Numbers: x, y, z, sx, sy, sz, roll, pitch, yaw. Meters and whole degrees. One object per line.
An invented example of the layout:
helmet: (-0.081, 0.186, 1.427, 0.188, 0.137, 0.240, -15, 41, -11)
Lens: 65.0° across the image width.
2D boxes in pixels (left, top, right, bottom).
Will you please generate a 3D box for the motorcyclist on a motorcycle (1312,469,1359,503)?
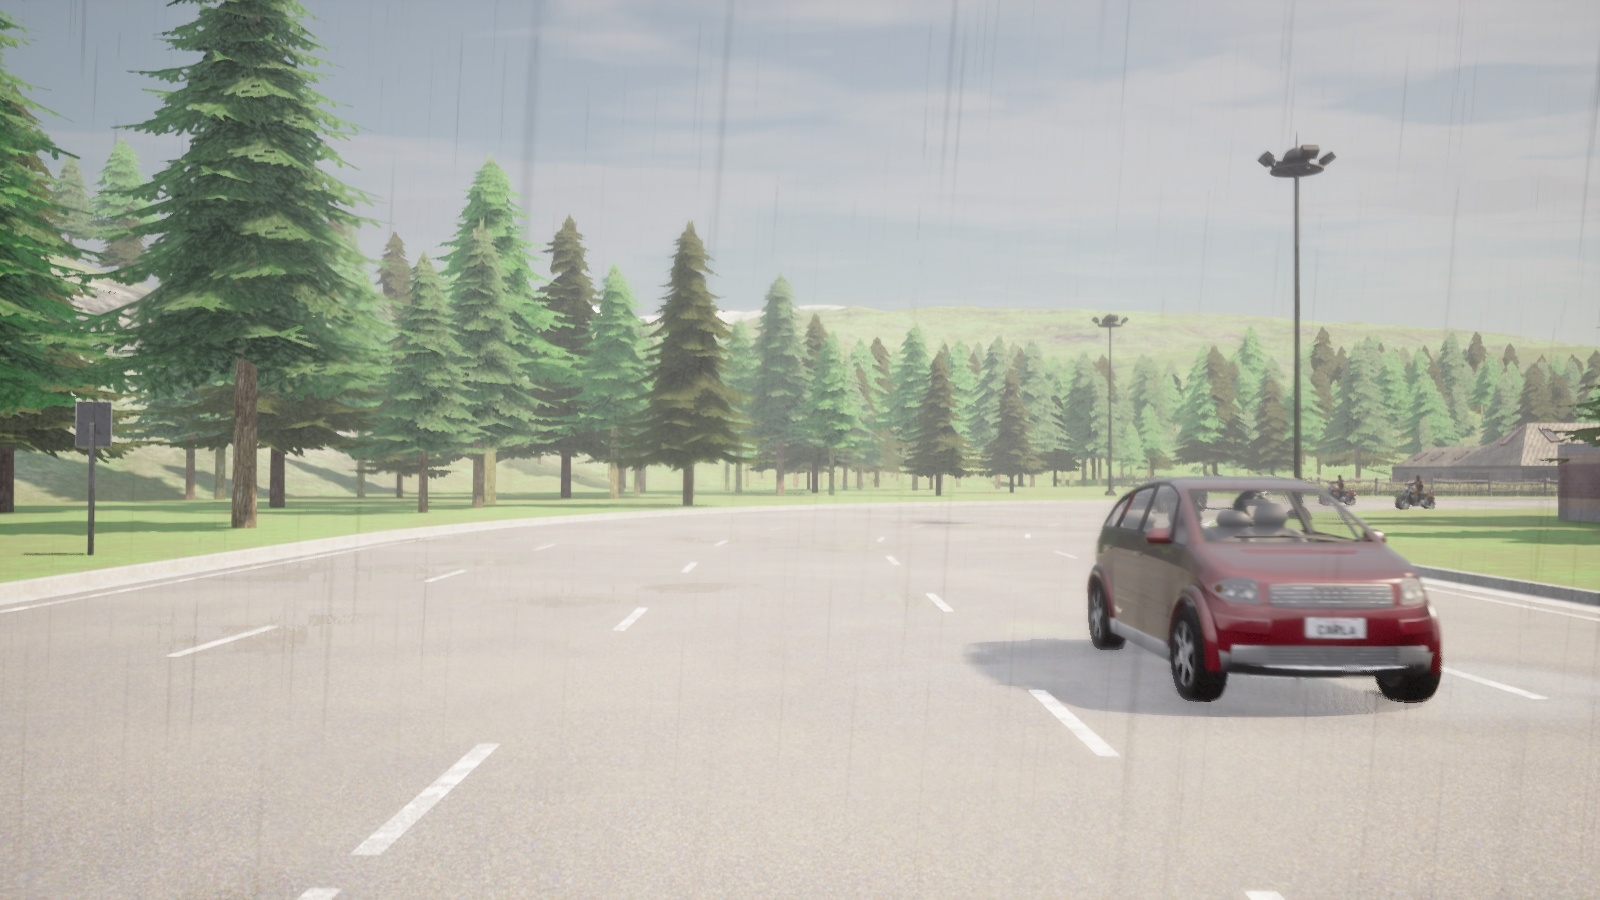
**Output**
motorcyclist on a motorcycle: (27.115, 1.811, 63.584, 2.350, 1.649, 0.766, 0, -1, -23)

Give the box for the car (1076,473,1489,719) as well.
car: (3.470, 0.959, 9.830, 1.789, 1.549, 3.705, 0, -1, 0)

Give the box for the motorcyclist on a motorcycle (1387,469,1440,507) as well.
motorcyclist on a motorcycle: (27.375, 1.673, 56.027, 2.350, 1.649, 0.766, 0, -1, -25)
